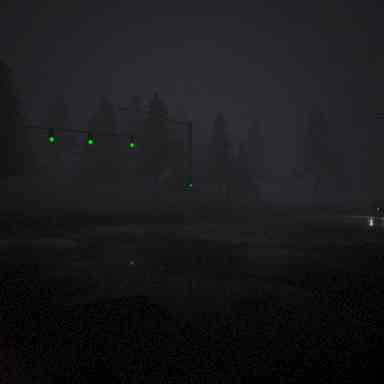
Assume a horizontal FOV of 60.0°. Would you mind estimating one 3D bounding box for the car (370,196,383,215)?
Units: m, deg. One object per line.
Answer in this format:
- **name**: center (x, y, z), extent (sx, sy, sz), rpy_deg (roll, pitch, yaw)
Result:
- **car**: center (19.901, 1.221, 32.584), extent (5.566, 2.045, 2.150), rpy_deg (0, 0, -29)
